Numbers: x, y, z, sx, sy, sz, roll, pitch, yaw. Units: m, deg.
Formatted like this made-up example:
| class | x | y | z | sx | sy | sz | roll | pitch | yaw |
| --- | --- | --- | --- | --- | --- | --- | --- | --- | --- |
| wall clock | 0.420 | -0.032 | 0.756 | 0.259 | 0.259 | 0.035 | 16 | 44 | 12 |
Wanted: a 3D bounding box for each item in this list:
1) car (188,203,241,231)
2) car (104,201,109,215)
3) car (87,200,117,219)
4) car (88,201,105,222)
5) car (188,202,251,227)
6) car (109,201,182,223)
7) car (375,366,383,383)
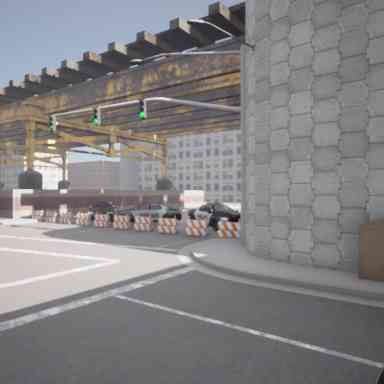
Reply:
| class | x | y | z | sx | sy | sz | roll | pitch | yaw |
| --- | --- | --- | --- | --- | --- | --- | --- | --- | --- |
| car | 1.575 | 1.451 | 20.627 | 2.038 | 1.542 | 4.974 | 0 | 0 | -25 |
| car | -3.197 | 1.451 | 23.205 | 4.974 | 1.542 | 2.038 | 0 | 0 | 0 |
| car | -6.905 | 1.293 | 26.005 | 1.853 | 1.218 | 4.536 | 0 | 0 | -10 |
| car | -6.896 | 1.450 | 25.954 | 2.038 | 1.542 | 4.974 | 0 | 0 | -10 |
| car | 1.554 | 1.294 | 20.674 | 1.853 | 1.218 | 4.536 | 0 | 0 | -25 |
| car | -3.145 | 1.293 | 23.205 | 4.536 | 1.218 | 1.853 | 0 | 0 | 0 |
| car | 3.477 | 1.601 | 1.492 | 4.718 | 1.301 | 1.895 | 0 | 0 | 36 |
